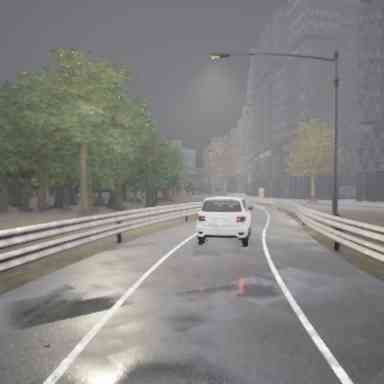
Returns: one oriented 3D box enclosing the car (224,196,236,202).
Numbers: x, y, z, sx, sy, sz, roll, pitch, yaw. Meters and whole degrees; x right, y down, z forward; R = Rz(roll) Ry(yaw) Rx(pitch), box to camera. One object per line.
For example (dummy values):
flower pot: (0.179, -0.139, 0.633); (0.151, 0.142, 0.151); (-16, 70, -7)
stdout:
car: (8.878, 1.549, 78.507); (1.895, 1.301, 4.718); (0, 0, -5)

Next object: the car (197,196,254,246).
car: (1.648, 1.229, 15.658); (2.150, 2.045, 5.566); (0, 0, 12)
